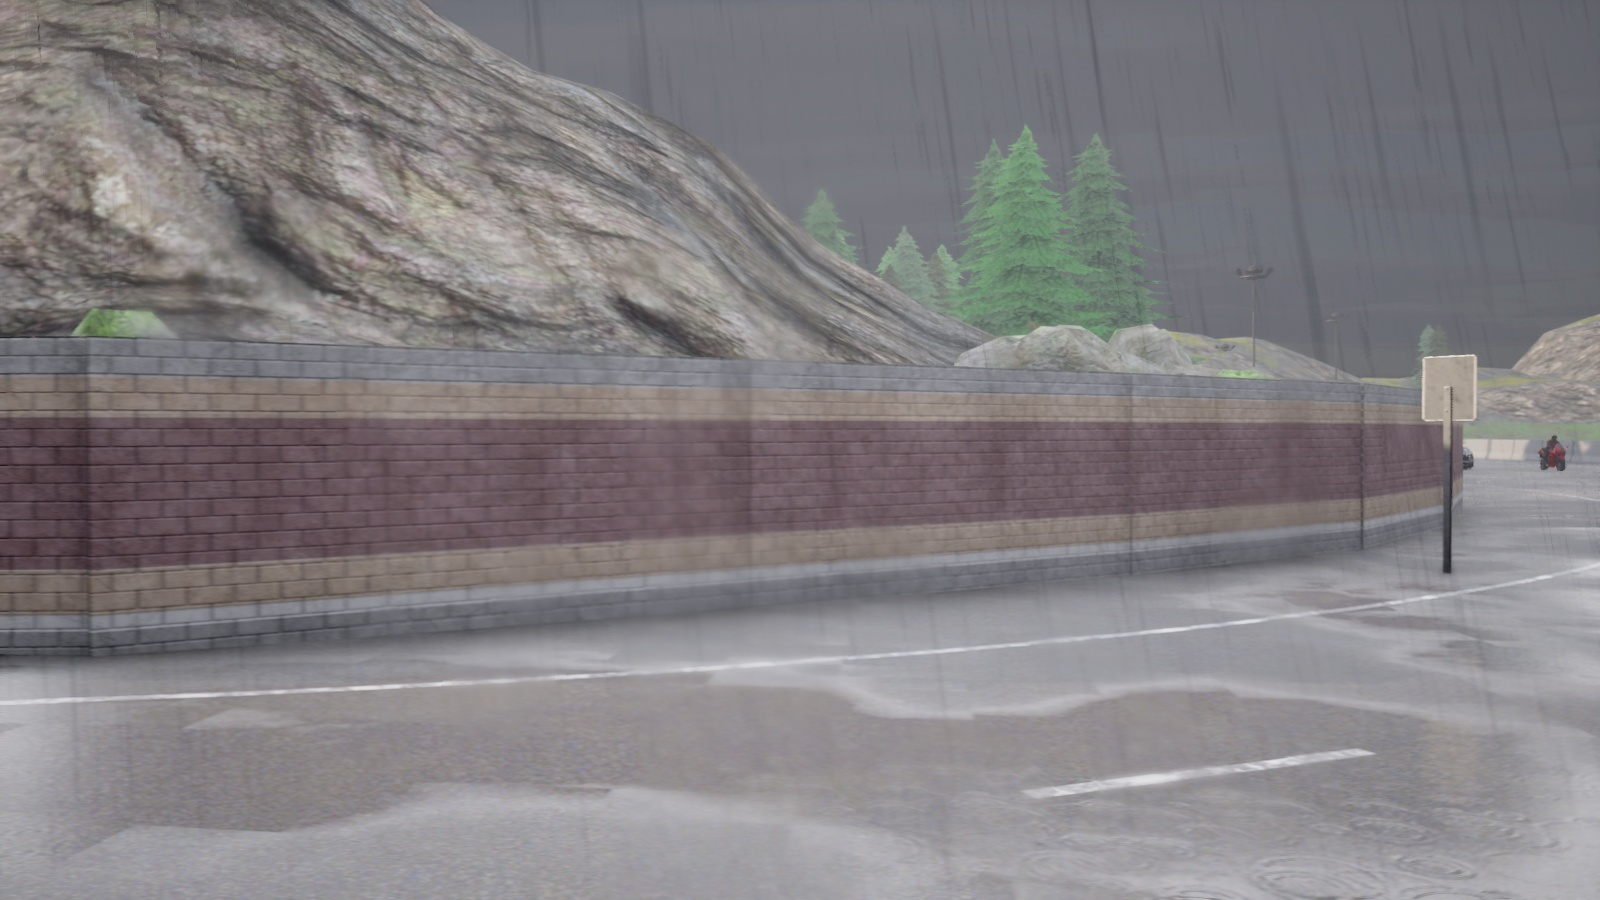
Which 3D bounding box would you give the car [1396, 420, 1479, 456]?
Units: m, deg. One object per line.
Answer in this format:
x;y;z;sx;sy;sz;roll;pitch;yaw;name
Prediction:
27.866;-0.537;54.994;1.970;1.475;3.806;-1;1;5;car

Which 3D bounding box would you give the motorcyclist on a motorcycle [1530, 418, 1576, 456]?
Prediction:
31.087;-0.552;51.856;0.797;1.523;2.044;-1;1;5;motorcyclist on a motorcycle
